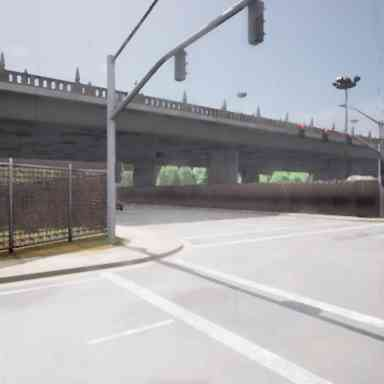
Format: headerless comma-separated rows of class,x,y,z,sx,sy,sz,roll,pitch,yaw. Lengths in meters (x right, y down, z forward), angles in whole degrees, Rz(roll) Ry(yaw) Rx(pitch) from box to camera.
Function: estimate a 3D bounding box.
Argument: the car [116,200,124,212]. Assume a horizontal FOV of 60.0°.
car,-9.590,1.482,38.469,1.882,1.535,5.008,0,0,-36
